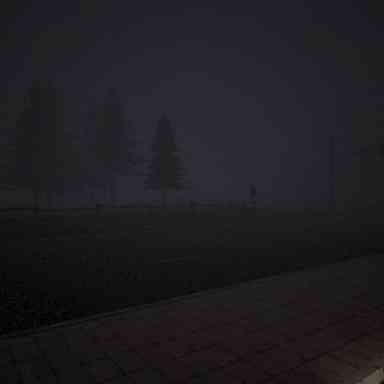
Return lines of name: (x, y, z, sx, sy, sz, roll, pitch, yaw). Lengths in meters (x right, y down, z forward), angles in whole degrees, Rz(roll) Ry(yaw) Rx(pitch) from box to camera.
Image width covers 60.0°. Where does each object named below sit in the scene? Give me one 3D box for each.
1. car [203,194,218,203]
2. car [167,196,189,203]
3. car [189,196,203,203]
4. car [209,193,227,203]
car: (2.586, 1.632, 72.232, 2.033, 1.411, 5.357, 0, 0, -35)
car: (-3.163, 1.674, 68.235, 1.895, 1.301, 4.718, 0, 0, -35)
car: (-0.289, 1.609, 70.236, 1.812, 1.442, 4.674, 0, 0, -35)
car: (5.478, 1.325, 74.204, 2.150, 2.045, 5.566, 0, 0, -35)
